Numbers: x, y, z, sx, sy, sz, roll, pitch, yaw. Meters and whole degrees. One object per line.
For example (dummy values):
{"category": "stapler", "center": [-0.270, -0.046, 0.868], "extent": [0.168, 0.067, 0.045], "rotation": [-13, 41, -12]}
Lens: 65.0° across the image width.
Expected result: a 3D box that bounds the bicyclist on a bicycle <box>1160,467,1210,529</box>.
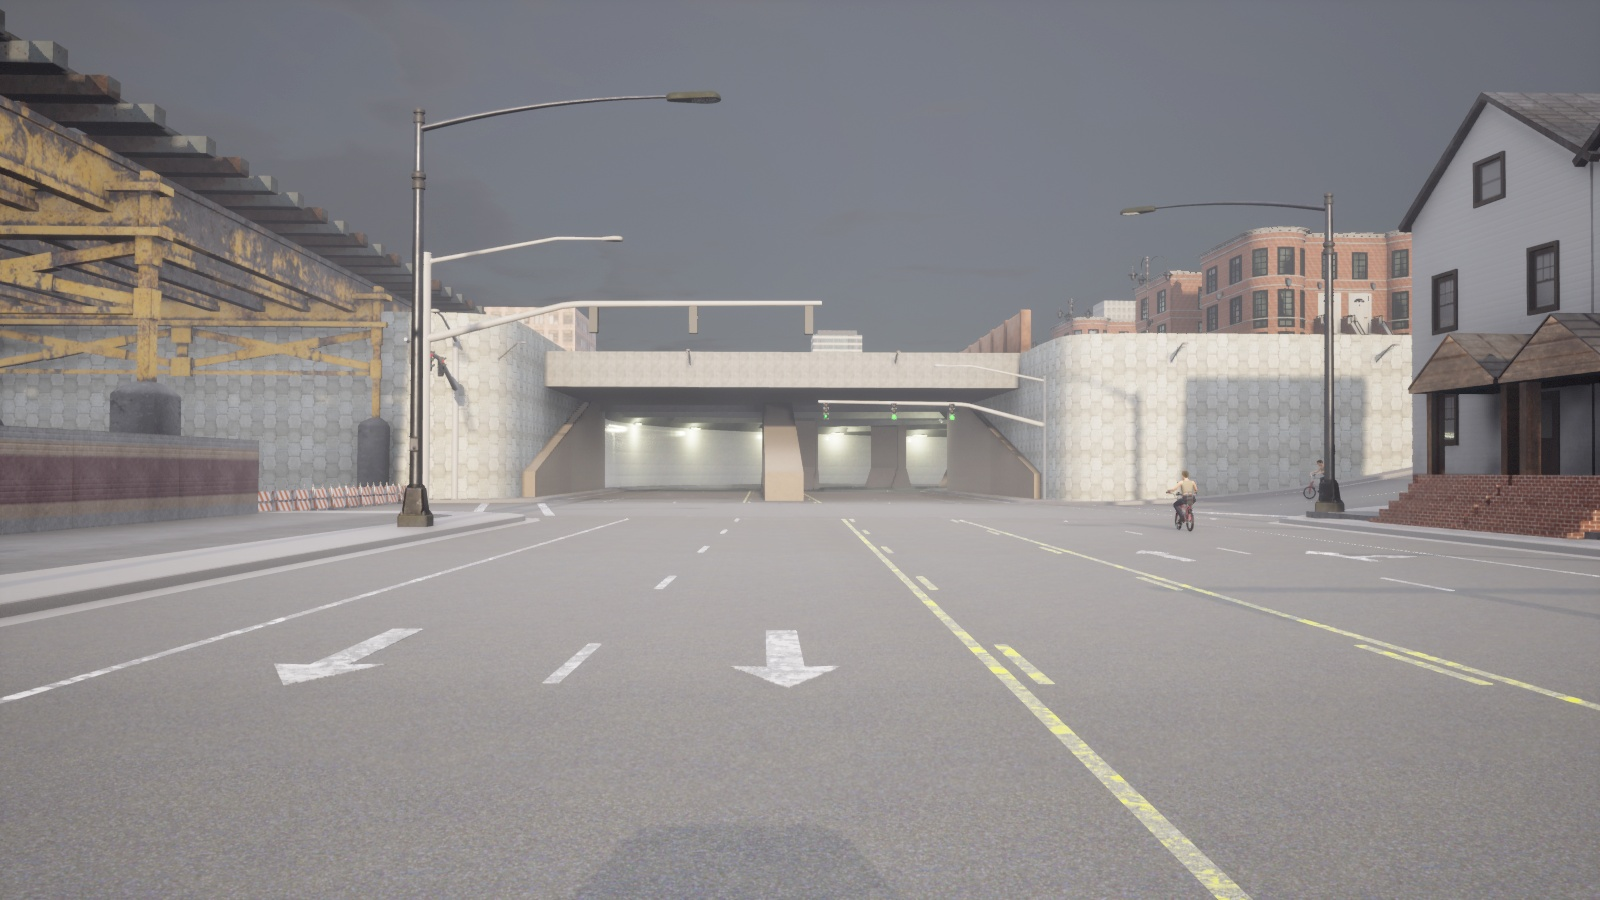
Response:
{"category": "bicyclist on a bicycle", "center": [10.311, 1.274, 33.680], "extent": [0.866, 1.612, 1.509], "rotation": [0, -1, -1]}
